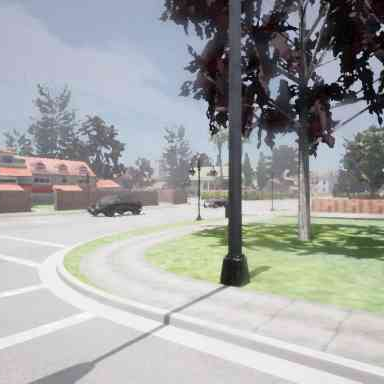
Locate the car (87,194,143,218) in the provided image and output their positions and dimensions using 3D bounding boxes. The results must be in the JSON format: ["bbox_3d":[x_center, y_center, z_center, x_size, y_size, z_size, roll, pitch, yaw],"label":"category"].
[{"bbox_3d":[-7.011,1.221,31.005,2.150,2.045,5.566,0,0,35],"label":"car"}]

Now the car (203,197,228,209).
[{"bbox_3d":[3.356,1.515,46.197,2.128,1.511,4.902,0,0,34],"label":"car"}]
